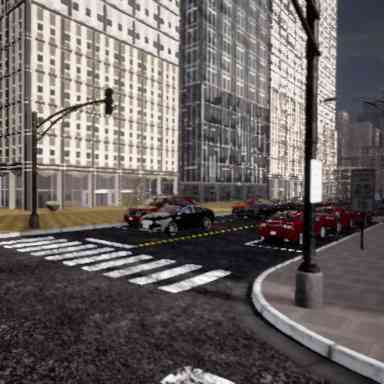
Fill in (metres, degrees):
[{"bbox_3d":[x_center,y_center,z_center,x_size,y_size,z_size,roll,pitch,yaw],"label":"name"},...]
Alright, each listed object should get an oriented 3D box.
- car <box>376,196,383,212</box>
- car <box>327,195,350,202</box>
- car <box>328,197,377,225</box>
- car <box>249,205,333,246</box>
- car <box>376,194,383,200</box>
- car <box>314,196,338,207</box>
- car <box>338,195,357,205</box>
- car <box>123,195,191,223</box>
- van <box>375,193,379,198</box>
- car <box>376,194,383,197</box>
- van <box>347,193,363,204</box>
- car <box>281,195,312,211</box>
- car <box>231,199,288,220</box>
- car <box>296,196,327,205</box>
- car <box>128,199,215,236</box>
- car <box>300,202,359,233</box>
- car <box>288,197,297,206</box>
[{"bbox_3d":[21.950,1.495,36.891,1.947,1.339,4.313,1,1,39],"label":"car"},{"bbox_3d":[17.737,1.384,40.814,1.994,1.385,4.181,1,1,39],"label":"car"},{"bbox_3d":[11.601,1.402,23.934,1.967,1.590,4.097,1,1,39],"label":"car"},{"bbox_3d":[4.699,1.533,15.298,1.887,1.381,4.507,1,1,39],"label":"car"},{"bbox_3d":[46.457,1.252,80.989,2.008,1.369,4.403,1,1,39],"label":"car"},{"bbox_3d":[18.749,1.288,46.306,1.752,1.417,4.829,1,1,39],"label":"car"},{"bbox_3d":[25.756,1.289,55.077,1.887,1.381,4.507,1,1,39],"label":"car"},{"bbox_3d":[-1.844,1.146,20.526,2.192,1.841,5.009,1,1,39],"label":"car"},{"bbox_3d":[39.558,1.054,72.349,1.690,1.788,3.998,1,1,39],"label":"van"},{"bbox_3d":[31.443,1.396,52.924,2.033,1.411,5.357,1,1,40],"label":"car"},{"bbox_3d":[29.208,1.076,59.393,1.690,1.788,3.998,1,1,39],"label":"van"},{"bbox_3d":[11.956,1.222,37.802,1.967,1.590,4.097,1,1,39],"label":"car"},{"bbox_3d":[5.206,1.461,25.198,1.895,1.301,4.718,1,1,39],"label":"car"},{"bbox_3d":[11.371,1.317,32.899,1.882,1.535,5.008,1,1,39],"label":"car"},{"bbox_3d":[-0.694,1.375,17.803,2.128,1.511,4.902,1,1,38],"label":"car"},{"bbox_3d":[8.149,1.519,19.616,1.887,1.381,4.507,1,1,39],"label":"car"},{"bbox_3d":[8.504,1.359,33.484,1.947,1.339,4.313,1,1,39],"label":"car"}]
